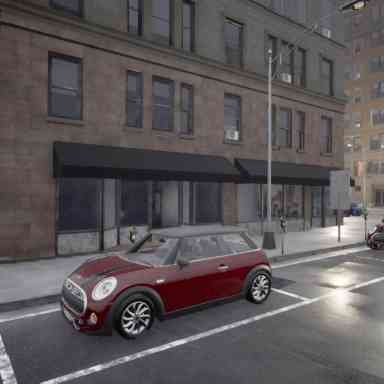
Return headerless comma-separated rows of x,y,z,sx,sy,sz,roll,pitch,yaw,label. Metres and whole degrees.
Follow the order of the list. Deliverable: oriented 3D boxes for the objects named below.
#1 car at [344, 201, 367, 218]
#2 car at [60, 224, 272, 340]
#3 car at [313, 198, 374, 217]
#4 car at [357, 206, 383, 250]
12.383,1.121,29.472,2.150,2.045,5.566,1,0,-36,car
-0.370,1.441,6.500,4.097,1.590,1.967,0,0,-36,car
14.511,1.416,32.070,2.128,1.511,4.902,1,0,-36,car
8.561,1.445,12.898,4.097,1.590,1.967,0,0,-36,car
